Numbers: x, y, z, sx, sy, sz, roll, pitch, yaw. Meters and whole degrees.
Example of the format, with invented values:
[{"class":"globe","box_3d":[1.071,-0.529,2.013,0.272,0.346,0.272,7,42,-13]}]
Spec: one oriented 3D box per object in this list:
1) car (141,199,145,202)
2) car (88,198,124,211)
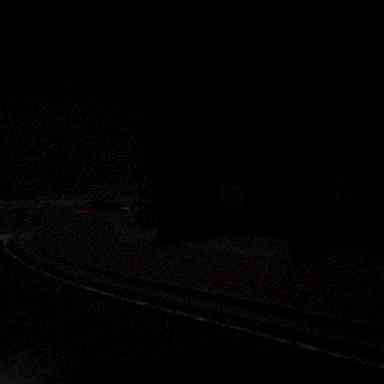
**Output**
[{"class":"car","box_3d":[-5.445,1.478,49.259,1.882,1.535,5.008,0,0,35]},{"class":"car","box_3d":[-10.633,1.478,41.387,1.882,1.535,5.008,0,0,31]}]
